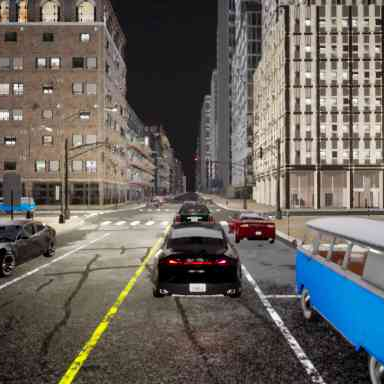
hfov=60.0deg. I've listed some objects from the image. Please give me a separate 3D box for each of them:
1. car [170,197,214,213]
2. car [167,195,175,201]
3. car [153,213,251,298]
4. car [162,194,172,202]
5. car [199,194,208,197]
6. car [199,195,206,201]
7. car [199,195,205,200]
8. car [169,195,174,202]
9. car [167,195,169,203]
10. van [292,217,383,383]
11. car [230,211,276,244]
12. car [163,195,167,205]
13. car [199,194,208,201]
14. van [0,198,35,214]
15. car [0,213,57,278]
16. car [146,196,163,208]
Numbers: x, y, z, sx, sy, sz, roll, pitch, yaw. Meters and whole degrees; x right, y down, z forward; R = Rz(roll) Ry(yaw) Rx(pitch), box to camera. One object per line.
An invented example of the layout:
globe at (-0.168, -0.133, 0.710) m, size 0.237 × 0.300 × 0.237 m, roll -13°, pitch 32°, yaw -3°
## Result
car at (0.086, 1.352, 17.608) m, size 2.097 × 1.767 × 4.553 m, roll 0°, pitch 0°, yaw -1°
car at (-5.604, 1.471, 87.629) m, size 1.752 × 1.417 × 4.829 m, roll 1°, pitch 0°, yaw 0°
car at (0.108, 1.505, 8.515) m, size 1.837 × 1.490 × 4.892 m, roll 0°, pitch 0°, yaw 0°
car at (-5.612, 1.399, 76.495) m, size 1.967 × 1.590 × 4.097 m, roll 1°, pitch 0°, yaw 0°
car at (2.752, 1.528, 59.532) m, size 2.008 × 1.369 × 4.403 m, roll 1°, pitch 0°, yaw 0°
car at (2.777, 1.471, 87.960) m, size 1.752 × 1.417 × 4.829 m, roll 1°, pitch 0°, yaw 0°
car at (2.781, 1.520, 93.441) m, size 1.802 × 1.307 × 4.206 m, roll 1°, pitch 0°, yaw 0°
car at (-5.619, 1.516, 70.843) m, size 2.008 × 1.369 × 4.403 m, roll 1°, pitch 0°, yaw 0°
car at (-5.629, 1.559, 59.541) m, size 1.802 × 1.307 × 4.206 m, roll 1°, pitch 0°, yaw 0°
van at (2.705, 1.342, 4.632) m, size 1.690 × 1.788 × 3.998 m, roll 1°, pitch 0°, yaw 0°
car at (2.713, 1.545, 15.786) m, size 1.887 × 1.381 × 4.507 m, roll 1°, pitch 0°, yaw 0°
car at (-5.632, 1.424, 53.890) m, size 1.967 × 1.590 × 4.097 m, roll 1°, pitch 0°, yaw 0°
car at (2.773, 1.393, 82.139) m, size 1.967 × 1.590 × 4.097 m, roll 1°, pitch 0°, yaw 0°
van at (-19.704, 1.524, 37.120) m, size 3.998 × 1.788 × 1.690 m, roll 0°, pitch 0°, yaw 1°
car at (-5.673, 1.566, 10.222) m, size 1.947 × 1.339 × 4.313 m, roll 1°, pitch 0°, yaw 0°
car at (-5.639, 1.571, 48.237) m, size 1.802 × 1.307 × 4.206 m, roll 1°, pitch 0°, yaw 0°
